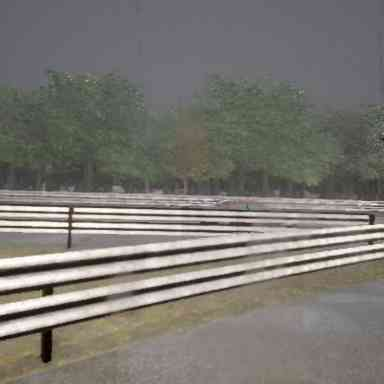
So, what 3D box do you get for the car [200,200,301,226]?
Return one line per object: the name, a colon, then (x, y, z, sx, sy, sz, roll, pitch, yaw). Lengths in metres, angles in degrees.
car: (2.885, 1.190, 16.631, 5.008, 1.535, 1.882, 2, 1, -3)
